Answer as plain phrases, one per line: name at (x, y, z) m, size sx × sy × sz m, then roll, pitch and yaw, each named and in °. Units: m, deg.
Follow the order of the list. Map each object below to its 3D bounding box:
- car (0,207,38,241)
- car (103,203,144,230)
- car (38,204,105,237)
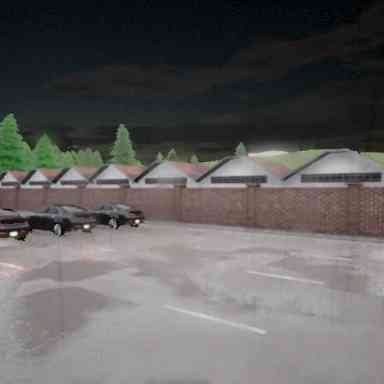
car at (-9.186, 1.428, 14.849) m, size 4.892 × 1.490 × 1.837 m, roll 1°, pitch 0°, yaw 35°
car at (-5.120, 1.429, 20.547) m, size 4.892 × 1.490 × 1.837 m, roll 1°, pitch 0°, yaw 35°
car at (-7.138, 1.429, 17.687) m, size 4.892 × 1.490 × 1.837 m, roll 1°, pitch 0°, yaw 35°
